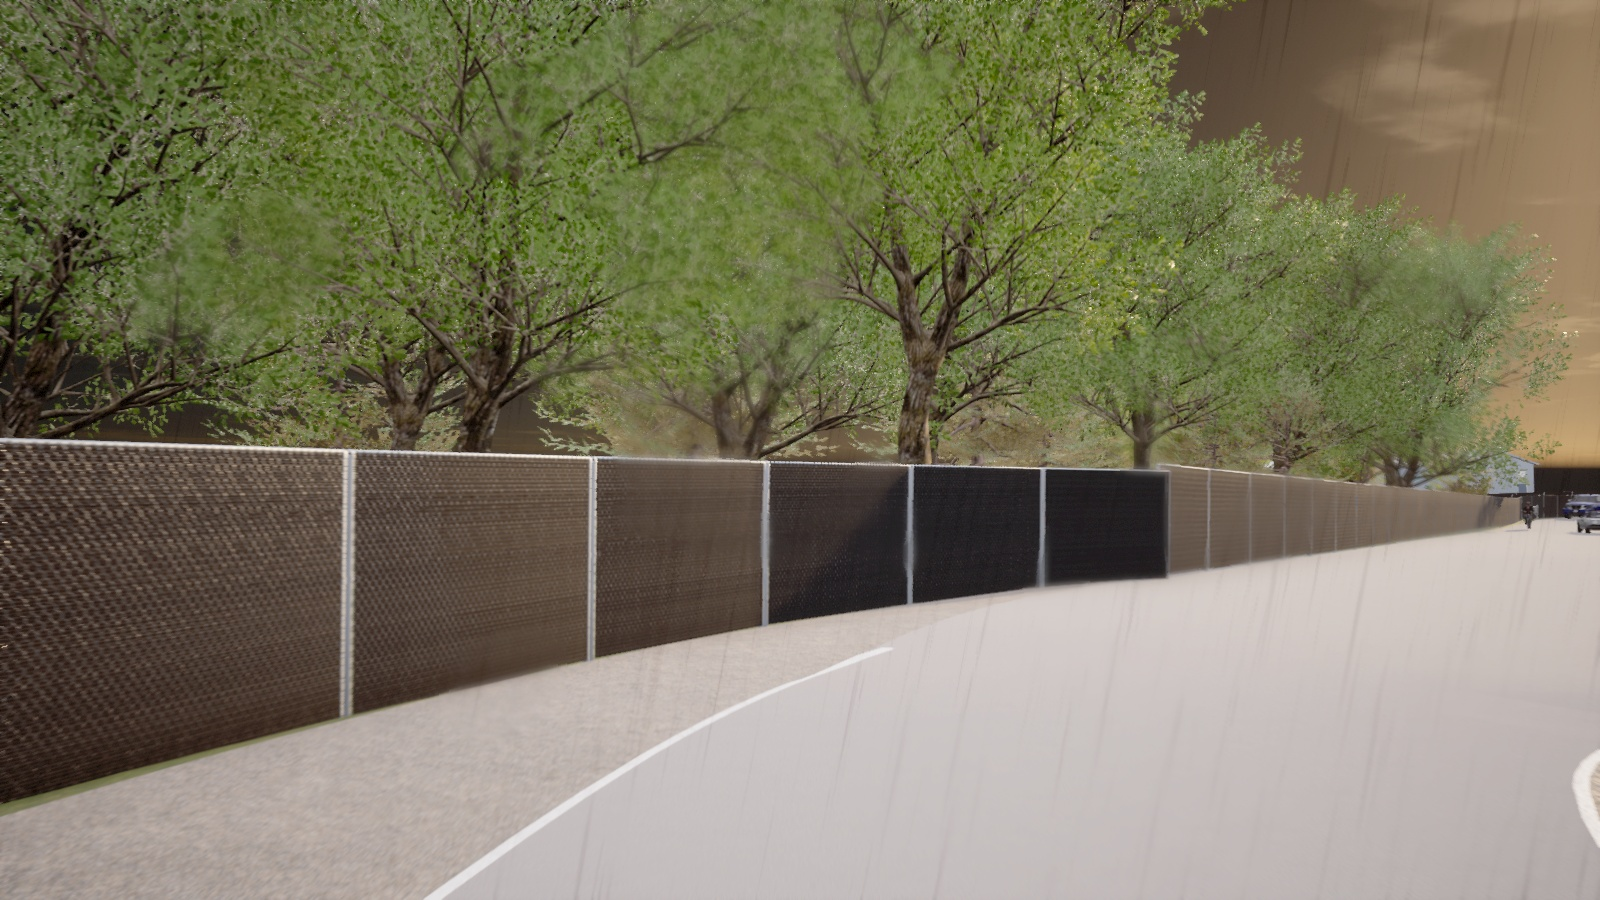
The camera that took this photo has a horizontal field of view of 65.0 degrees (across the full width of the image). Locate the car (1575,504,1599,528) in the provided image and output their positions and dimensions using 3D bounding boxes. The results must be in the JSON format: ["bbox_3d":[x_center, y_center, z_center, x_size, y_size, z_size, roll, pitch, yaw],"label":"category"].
[{"bbox_3d":[45.525,3.745,71.412,1.895,1.301,4.718,0,-2,24],"label":"car"}]
